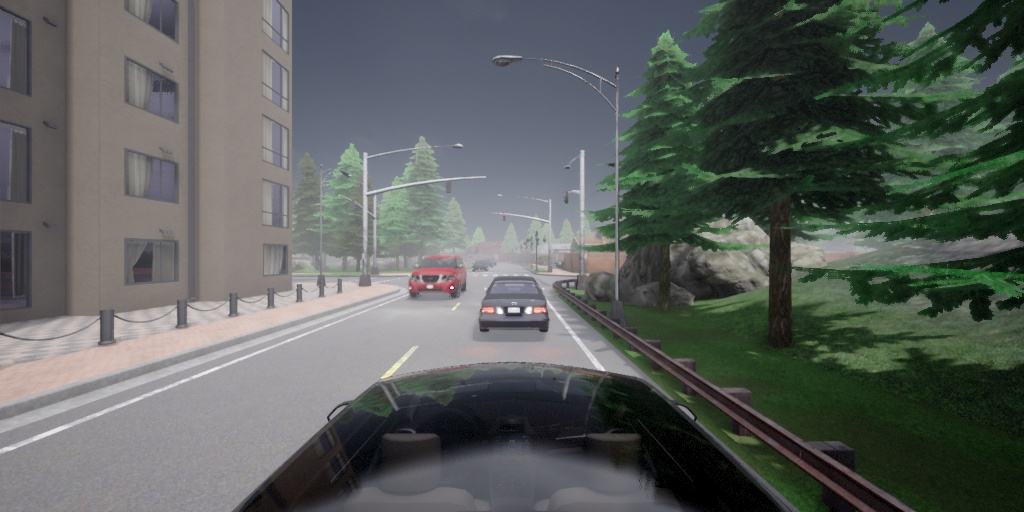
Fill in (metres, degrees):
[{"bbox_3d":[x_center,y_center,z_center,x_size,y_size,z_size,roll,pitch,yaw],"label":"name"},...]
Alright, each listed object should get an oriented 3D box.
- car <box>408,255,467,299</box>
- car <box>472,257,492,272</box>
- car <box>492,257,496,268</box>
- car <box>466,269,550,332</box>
[{"bbox_3d":[-3.590,0.972,18.324,2.150,2.045,5.566,0,0,-1],"label":"car"},{"bbox_3d":[-3.999,1.223,46.360,1.837,1.490,4.892,0,0,0],"label":"car"},{"bbox_3d":[-4.069,1.225,59.372,1.837,1.490,4.892,0,-1,0],"label":"car"},{"bbox_3d":[0.068,1.297,10.802,2.033,1.411,5.357,0,0,1],"label":"car"}]
